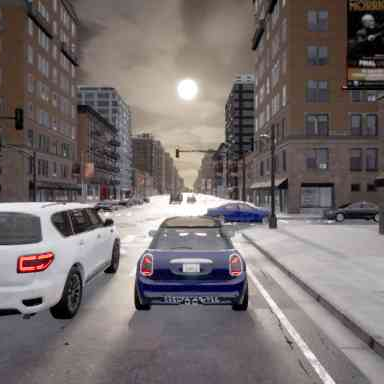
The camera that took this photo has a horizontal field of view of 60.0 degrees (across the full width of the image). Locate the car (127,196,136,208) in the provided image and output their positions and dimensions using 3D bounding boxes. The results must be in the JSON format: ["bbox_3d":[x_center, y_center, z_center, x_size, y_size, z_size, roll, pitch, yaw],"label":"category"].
[{"bbox_3d":[-9.926,1.598,48.708,1.895,1.301,4.718,0,0,0],"label":"car"}]

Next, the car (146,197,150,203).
[{"bbox_3d":[-9.865,1.591,68.673,1.895,1.301,4.718,0,0,0],"label":"car"}]

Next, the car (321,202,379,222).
[{"bbox_3d":[12.679,1.545,25.986,4.892,1.490,1.837,0,0,2],"label":"car"}]

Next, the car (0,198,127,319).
[{"bbox_3d":[-3.160,1.223,7.485,2.150,2.045,5.566,0,0,0],"label":"car"}]

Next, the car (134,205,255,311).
[{"bbox_3d":[-0.005,1.352,7.944,2.097,1.767,4.553,0,0,0],"label":"car"}]

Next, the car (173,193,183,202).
[{"bbox_3d":[-3.384,1.212,80.460,2.150,2.045,5.566,0,0,0],"label":"car"}]

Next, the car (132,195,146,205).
[{"bbox_3d":[-9.925,1.346,58.452,2.097,1.767,4.553,0,0,0],"label":"car"}]

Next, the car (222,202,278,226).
[{"bbox_3d":[3.365,1.482,23.015,5.008,1.535,1.882,0,0,0],"label":"car"}]

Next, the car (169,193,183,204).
[{"bbox_3d":[-3.262,1.213,66.020,2.150,2.045,5.566,0,0,0],"label":"car"}]

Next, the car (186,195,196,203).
[{"bbox_3d":[-0.115,1.482,69.327,2.128,1.511,4.902,0,0,0],"label":"car"}]

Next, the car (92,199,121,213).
[{"bbox_3d":[-9.915,1.546,39.093,2.033,1.411,5.357,0,0,0],"label":"car"}]

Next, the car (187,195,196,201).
[{"bbox_3d":[-0.133,1.453,79.777,1.895,1.301,4.718,0,0,0],"label":"car"}]
